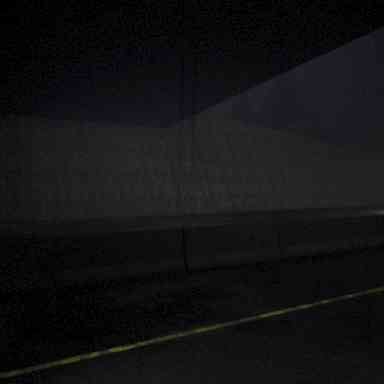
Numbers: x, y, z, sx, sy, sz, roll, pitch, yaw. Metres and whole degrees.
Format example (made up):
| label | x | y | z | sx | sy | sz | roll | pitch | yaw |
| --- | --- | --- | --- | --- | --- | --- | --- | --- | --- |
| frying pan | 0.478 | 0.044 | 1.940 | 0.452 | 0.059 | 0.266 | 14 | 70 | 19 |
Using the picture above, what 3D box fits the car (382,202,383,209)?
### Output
| label | x | y | z | sx | sy | sz | roll | pitch | yaw |
| --- | --- | --- | --- | --- | --- | --- | --- | --- | --- |
| car | 21.689 | 1.113 | 34.278 | 4.674 | 1.442 | 1.812 | -1 | 0 | -27 |
